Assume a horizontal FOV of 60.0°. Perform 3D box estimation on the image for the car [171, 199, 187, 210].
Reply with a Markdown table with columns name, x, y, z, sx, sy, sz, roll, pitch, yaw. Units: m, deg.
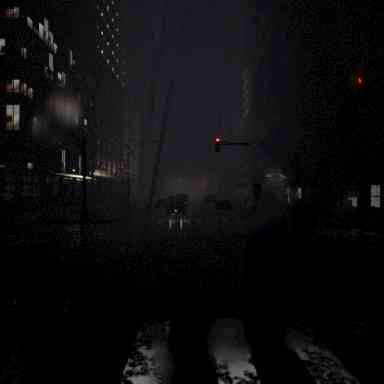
| name | x | y | z | sx | sy | sz | roll | pitch | yaw |
| --- | --- | --- | --- | --- | --- | --- | --- | --- | --- |
| car | -1.615 | 1.613 | 43.644 | 1.895 | 1.301 | 4.718 | 0 | 0 | 0 |

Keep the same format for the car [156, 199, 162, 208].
| name | x | y | z | sx | sy | sz | roll | pitch | yaw |
| --- | --- | --- | --- | --- | --- | --- | --- | --- | --- |
| car | -4.107 | 1.592 | 47.277 | 1.802 | 1.307 | 4.206 | 0 | 0 | 0 |

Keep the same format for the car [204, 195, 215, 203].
| name | x | y | z | sx | sy | sz | roll | pitch | yaw |
| --- | --- | --- | --- | --- | --- | --- | --- | --- | --- |
| car | 3.641 | 1.432 | 69.434 | 1.967 | 1.590 | 4.097 | 0 | 0 | 0 |

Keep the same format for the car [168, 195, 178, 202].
| name | x | y | z | sx | sy | sz | roll | pitch | yaw |
| --- | --- | --- | --- | --- | --- | --- | --- | --- | --- |
| car | -4.272 | 1.426 | 74.915 | 1.967 | 1.590 | 4.097 | 0 | 0 | 0 |

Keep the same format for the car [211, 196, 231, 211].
| name | x | y | z | sx | sy | sz | roll | pitch | yaw |
| --- | --- | --- | --- | --- | --- | --- | --- | --- | --- |
| car | 3.855 | 1.579 | 41.797 | 1.947 | 1.339 | 4.313 | 0 | 0 | 0 |

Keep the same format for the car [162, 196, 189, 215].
| name | x | y | z | sx | sy | sz | roll | pitch | yaw |
| --- | --- | --- | --- | --- | --- | --- | --- | --- | --- |
| car | -1.569 | 1.508 | 33.724 | 2.128 | 1.511 | 4.902 | 0 | 0 | -1 |

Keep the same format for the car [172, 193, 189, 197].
| name | x | y | z | sx | sy | sz | roll | pitch | yaw |
| --- | --- | --- | --- | --- | --- | --- | --- | --- | --- |
| car | -1.667 | 1.228 | 54.140 | 2.150 | 2.045 | 5.566 | 0 | 0 | 0 |

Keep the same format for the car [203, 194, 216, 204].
| name | x | y | z | sx | sy | sz | roll | pitch | yaw |
| --- | --- | --- | --- | --- | --- | --- | --- | --- | --- |
| car | 3.674 | 1.312 | 63.906 | 2.192 | 1.841 | 5.009 | 0 | 0 | 0 |

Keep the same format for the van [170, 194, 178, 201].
| name | x | y | z | sx | sy | sz | roll | pitch | yaw |
| --- | --- | --- | --- | --- | --- | --- | --- | --- | --- |
| van | -4.305 | 1.321 | 80.442 | 1.690 | 1.788 | 3.998 | 0 | 0 | 0 |

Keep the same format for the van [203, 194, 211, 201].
| name | x | y | z | sx | sy | sz | roll | pitch | yaw |
| --- | --- | --- | --- | --- | --- | --- | --- | --- | --- |
| van | 3.575 | 1.321 | 80.489 | 1.690 | 1.788 | 3.998 | 0 | 0 | 0 |
